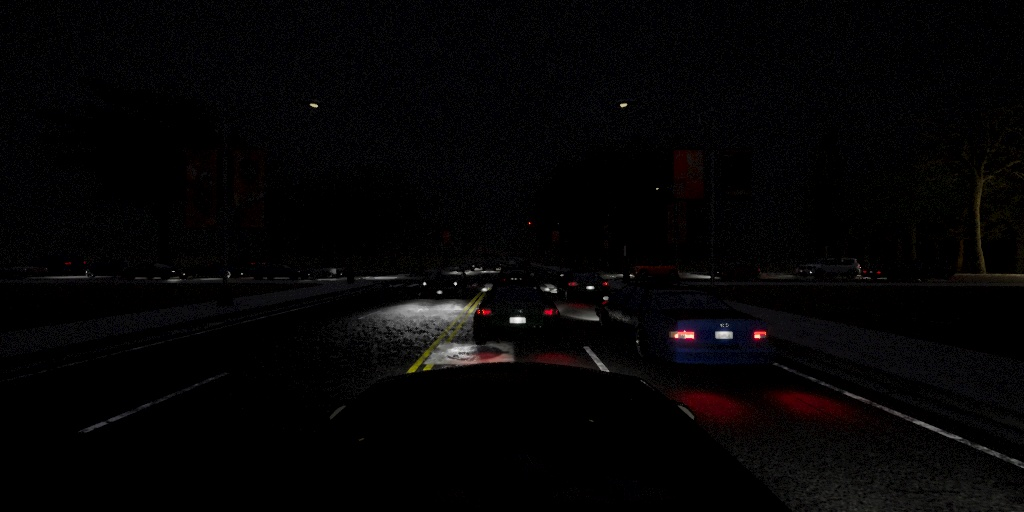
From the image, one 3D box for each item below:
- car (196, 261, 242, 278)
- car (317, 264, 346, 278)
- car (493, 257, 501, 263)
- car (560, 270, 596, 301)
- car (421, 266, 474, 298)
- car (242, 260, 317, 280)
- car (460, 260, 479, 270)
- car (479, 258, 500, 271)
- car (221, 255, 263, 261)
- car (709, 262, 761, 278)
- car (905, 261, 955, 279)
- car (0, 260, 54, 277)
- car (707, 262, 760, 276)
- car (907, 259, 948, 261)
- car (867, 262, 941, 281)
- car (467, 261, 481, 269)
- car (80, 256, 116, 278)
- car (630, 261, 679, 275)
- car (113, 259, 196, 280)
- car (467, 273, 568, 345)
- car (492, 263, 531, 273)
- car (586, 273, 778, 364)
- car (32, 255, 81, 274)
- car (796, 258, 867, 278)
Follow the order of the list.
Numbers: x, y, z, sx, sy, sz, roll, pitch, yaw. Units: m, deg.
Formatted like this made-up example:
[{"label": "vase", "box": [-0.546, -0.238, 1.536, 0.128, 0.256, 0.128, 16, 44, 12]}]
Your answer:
[{"label": "car", "box": [-27.216, 1.332, 33.201, 4.718, 1.301, 1.895, 0, 0, -1]}, {"label": "car", "box": [-18.075, 1.365, 33.286, 4.718, 1.301, 1.895, 0, 0, -1]}, {"label": "car", "box": [-3.295, 1.478, 62.712, 1.837, 1.490, 4.892, 0, 0, 0]}, {"label": "car", "box": [3.358, 1.339, 17.438, 1.994, 1.385, 4.181, 0, 0, 0]}, {"label": "car", "box": [-3.344, 1.380, 18.834, 1.895, 1.301, 4.718, 0, 0, 0]}, {"label": "car", "box": [-19.388, 1.280, 30.033, 4.674, 1.442, 1.812, 0, 0, -2]}, {"label": "car", "box": [-6.572, 1.407, 53.110, 2.128, 1.511, 4.902, 0, 0, 0]}, {"label": "car", "box": [-3.323, 1.463, 53.122, 2.033, 1.411, 5.357, 0, 0, 0]}, {"label": "car", "box": [-30.596, 0.952, 39.850, 5.566, 2.045, 2.150, 0, 0, 0]}, {"label": "car", "box": [23.235, 1.520, 37.040, 4.181, 1.385, 1.994, 0, 0, -2]}, {"label": "car", "box": [42.660, 1.567, 37.146, 4.902, 1.511, 2.128, 0, 0, 0]}, {"label": "car", "box": [-46.028, 1.277, 33.056, 4.718, 1.301, 1.895, 0, 0, 0]}, {"label": "car", "box": [24.806, 1.474, 40.287, 4.892, 1.490, 1.837, 0, 0, -1]}, {"label": "car", "box": [45.927, 1.327, 40.394, 5.566, 2.045, 2.150, 0, 0, 0]}, {"label": "car", "box": [36.216, 1.571, 33.673, 5.357, 1.411, 2.033, 0, 0, 0]}, {"label": "car", "box": [-6.550, 1.536, 62.359, 1.994, 1.385, 4.181, 0, 0, 0]}, {"label": "car", "box": [-36.177, 1.054, 33.123, 4.553, 1.767, 2.097, 0, 0, 0]}, {"label": "car", "box": [14.601, 1.265, 36.946, 4.553, 1.767, 2.097, 0, 0, -1]}, {"label": "car", "box": [-29.711, 1.243, 29.927, 4.674, 1.442, 1.812, 0, 0, -1]}, {"label": "car", "box": [0.107, 1.320, 9.544, 1.994, 1.385, 4.181, 0, 0, 0]}, {"label": "car", "box": [0.099, 1.283, 18.449, 1.837, 1.490, 4.892, 0, 0, 0]}, {"label": "car", "box": [3.354, 1.302, 8.195, 2.033, 1.411, 5.357, 0, 0, 0]}, {"label": "car", "box": [-50.703, 0.900, 39.676, 5.566, 2.045, 2.150, 0, 0, 0]}, {"label": "car", "box": [32.677, 1.230, 37.096, 5.566, 2.045, 2.150, 0, 0, 0]}]
